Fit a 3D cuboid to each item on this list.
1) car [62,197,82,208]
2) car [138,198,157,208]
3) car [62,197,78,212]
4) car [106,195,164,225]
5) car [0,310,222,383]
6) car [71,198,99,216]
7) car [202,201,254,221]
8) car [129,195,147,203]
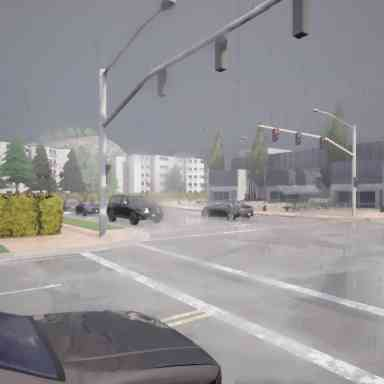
[{"bbox_3d":[-17.833,1.492,49.633,2.128,1.511,4.902,0,0,-13],"label":"car"},{"bbox_3d":[-6.614,1.564,48.806,1.994,1.385,4.181,0,0,-19],"label":"car"},{"bbox_3d":[-14.349,1.526,39.747,1.812,1.442,4.674,0,0,-24],"label":"car"},{"bbox_3d":[-4.344,1.221,24.566,2.150,2.045,5.566,0,0,-39],"label":"car"},{"bbox_3d":[-2.271,1.547,2.146,5.357,1.411,2.033,0,0,-35],"label":"car"},{"bbox_3d":[-9.879,1.564,32.172,1.994,1.385,4.181,0,0,-34],"label":"car"},{"bbox_3d":[2.823,1.491,27.049,2.128,1.511,4.902,0,0,-38],"label":"car"},{"bbox_3d":[-11.235,1.477,68.959,1.882,1.535,5.008,0,0,14],"label":"car"}]
